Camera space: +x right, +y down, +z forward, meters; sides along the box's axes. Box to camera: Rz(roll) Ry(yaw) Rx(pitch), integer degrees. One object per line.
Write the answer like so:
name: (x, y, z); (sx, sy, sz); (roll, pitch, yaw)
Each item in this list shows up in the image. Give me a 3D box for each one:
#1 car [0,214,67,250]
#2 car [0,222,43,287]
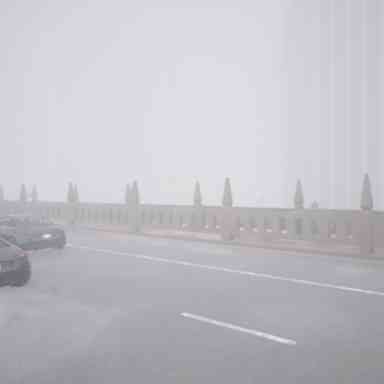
car: (-6.884, 1.564, 13.206); (4.181, 1.385, 1.994); (0, 0, 36)
car: (-5.804, 1.564, 8.135); (4.181, 1.385, 1.994); (0, 0, 36)
